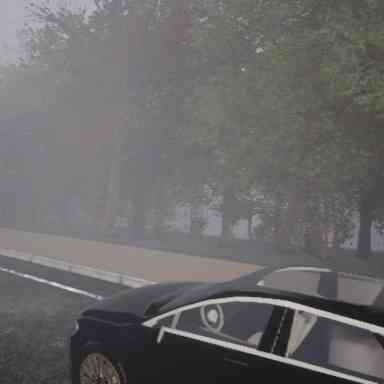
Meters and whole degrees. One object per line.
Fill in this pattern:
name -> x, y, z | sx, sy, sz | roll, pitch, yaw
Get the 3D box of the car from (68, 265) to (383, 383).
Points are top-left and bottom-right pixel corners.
car -> 0.840, 1.481, 3.087 | 4.902, 1.511, 2.128 | 0, 0, 36
